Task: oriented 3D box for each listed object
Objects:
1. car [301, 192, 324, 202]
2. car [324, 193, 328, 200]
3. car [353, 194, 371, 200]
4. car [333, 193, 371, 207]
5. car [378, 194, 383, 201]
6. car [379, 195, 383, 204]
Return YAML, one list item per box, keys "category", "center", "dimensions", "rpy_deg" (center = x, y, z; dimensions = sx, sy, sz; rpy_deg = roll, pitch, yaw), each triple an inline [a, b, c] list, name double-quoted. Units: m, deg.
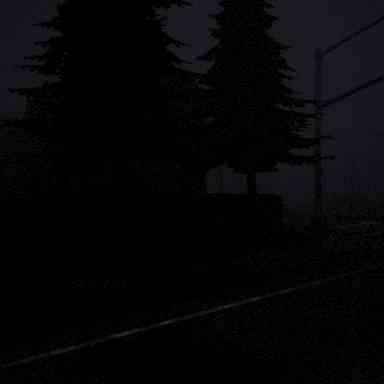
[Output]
- category: "car"
  center: [24.431, 1.006, 68.752]
  dimensions: [1.905, 1.878, 3.866]
  rpy_deg: [0, 0, -36]
- category: "car"
  center: [26.545, 1.023, 70.787]
  dimensions: [1.932, 1.855, 4.605]
  rpy_deg: [0, 0, -36]
- category: "car"
  center: [41.692, 1.277, 81.556]
  dimensions: [1.845, 1.501, 3.633]
  rpy_deg: [0, 0, -36]
- category: "car"
  center: [21.691, 1.045, 45.331]
  dimensions: [1.932, 1.855, 4.605]
  rpy_deg: [0, 0, -36]
- category: "car"
  center: [43.620, 1.291, 73.795]
  dimensions: [1.970, 1.475, 3.806]
  rpy_deg: [0, 0, -36]
- category: "car"
  center: [23.632, 1.028, 37.028]
  dimensions: [1.905, 1.878, 3.866]
  rpy_deg: [0, 0, -36]
